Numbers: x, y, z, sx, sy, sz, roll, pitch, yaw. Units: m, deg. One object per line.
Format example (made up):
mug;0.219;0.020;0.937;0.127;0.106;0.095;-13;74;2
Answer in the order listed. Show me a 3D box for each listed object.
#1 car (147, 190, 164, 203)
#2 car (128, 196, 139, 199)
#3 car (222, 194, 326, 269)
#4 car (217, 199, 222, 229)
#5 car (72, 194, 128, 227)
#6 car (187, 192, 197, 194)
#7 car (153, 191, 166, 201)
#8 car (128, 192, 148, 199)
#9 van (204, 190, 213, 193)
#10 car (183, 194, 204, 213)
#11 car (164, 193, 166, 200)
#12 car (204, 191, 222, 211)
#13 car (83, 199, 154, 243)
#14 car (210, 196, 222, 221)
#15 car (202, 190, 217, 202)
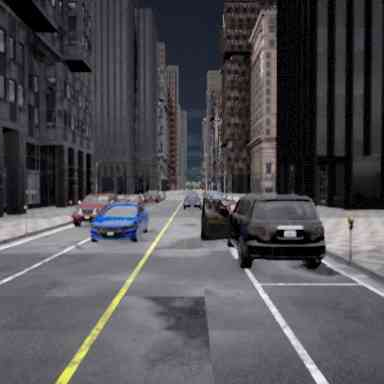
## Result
car;-5.762;0.687;48.781;2.192;1.841;5.009;0;1;0
car;-5.763;1.225;26.377;1.947;1.339;4.313;0;1;0
car;2.395;1.080;10.799;2.150;2.045;5.566;0;1;0
car;2.761;1.313;20.779;1.802;1.307;4.206;0;1;0
car;-5.765;1.046;20.773;2.192;1.841;5.009;0;1;0
car;0.014;0.738;47.861;2.097;1.767;4.553;0;1;0
car;-5.761;0.670;59.986;1.967;1.590;4.097;0;1;0
car;-5.763;1.027;31.977;1.967;1.590;4.097;0;1;0
van;2.763;0.785;43.181;1.690;1.788;3.998;0;1;0
car;0.054;1.143;35.462;1.895;1.301;4.718;0;1;1
car;-5.761;0.828;54.215;1.752;1.417;4.829;0;1;0
car;2.762;0.955;37.580;1.967;1.590;4.097;0;1;0
car;-3.099;1.281;15.109;1.882;1.535;5.008;0;1;0
car;2.762;1.225;26.380;1.947;1.339;4.313;0;1;0
car;2.763;0.616;54.383;2.192;1.841;5.009;0;1;0
